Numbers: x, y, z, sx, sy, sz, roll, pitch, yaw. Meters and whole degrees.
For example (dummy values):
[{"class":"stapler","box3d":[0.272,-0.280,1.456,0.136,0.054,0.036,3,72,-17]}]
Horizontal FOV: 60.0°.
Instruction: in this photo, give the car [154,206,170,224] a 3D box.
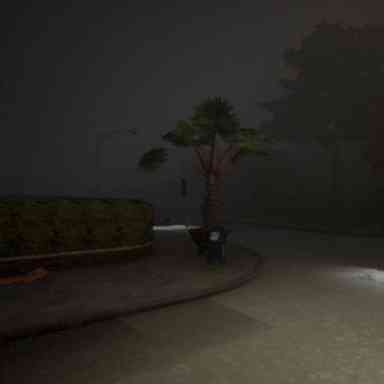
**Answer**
[{"class":"car","box3d":[-3.506,1.675,25.636,1.812,1.442,4.674,1,-1,-36]}]
